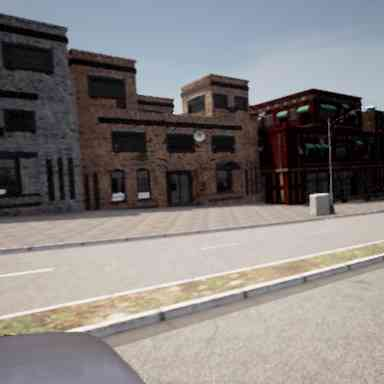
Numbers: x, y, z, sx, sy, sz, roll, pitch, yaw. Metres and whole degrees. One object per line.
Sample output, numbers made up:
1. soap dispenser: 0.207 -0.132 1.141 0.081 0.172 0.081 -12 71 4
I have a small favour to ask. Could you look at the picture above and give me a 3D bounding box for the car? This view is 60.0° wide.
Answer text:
1. car: -2.715 1.555 1.510 5.357 1.411 2.033 0 0 -35
